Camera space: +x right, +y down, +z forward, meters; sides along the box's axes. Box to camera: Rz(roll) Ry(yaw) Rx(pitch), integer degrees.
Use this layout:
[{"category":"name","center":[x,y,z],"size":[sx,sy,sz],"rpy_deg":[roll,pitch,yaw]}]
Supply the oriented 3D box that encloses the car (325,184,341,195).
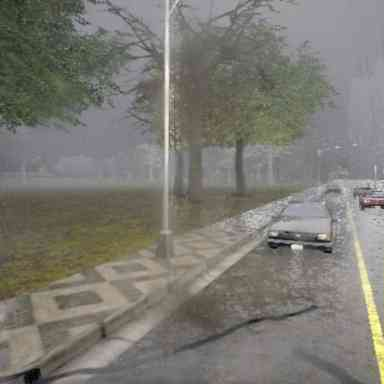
[{"category":"car","center":[17.992,-0.326,42.395],"size":[1.895,1.301,4.718],"rpy_deg":[1,3,24]}]

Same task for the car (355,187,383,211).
[{"category":"car","center":[12.609,0.560,22.950],"size":[1.895,1.301,4.718],"rpy_deg":[1,3,24]}]

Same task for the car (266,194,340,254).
[{"category":"car","center":[3.995,1.016,11.593],"size":[2.033,1.411,5.357],"rpy_deg":[1,3,24]}]

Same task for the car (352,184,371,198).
[{"category":"car","center":[18.508,-0.143,36.062],"size":[2.128,1.511,4.902],"rpy_deg":[1,3,25]}]
